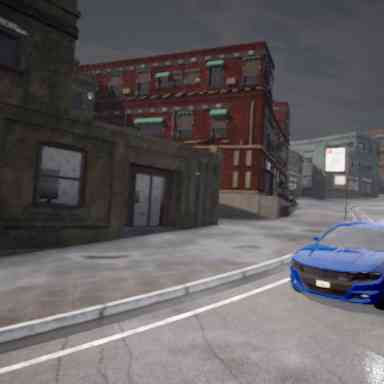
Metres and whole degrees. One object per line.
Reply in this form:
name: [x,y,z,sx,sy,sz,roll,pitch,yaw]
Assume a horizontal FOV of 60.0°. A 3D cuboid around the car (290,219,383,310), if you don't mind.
car: [4.219,1.472,8.080,1.882,1.535,5.008,1,0,44]
